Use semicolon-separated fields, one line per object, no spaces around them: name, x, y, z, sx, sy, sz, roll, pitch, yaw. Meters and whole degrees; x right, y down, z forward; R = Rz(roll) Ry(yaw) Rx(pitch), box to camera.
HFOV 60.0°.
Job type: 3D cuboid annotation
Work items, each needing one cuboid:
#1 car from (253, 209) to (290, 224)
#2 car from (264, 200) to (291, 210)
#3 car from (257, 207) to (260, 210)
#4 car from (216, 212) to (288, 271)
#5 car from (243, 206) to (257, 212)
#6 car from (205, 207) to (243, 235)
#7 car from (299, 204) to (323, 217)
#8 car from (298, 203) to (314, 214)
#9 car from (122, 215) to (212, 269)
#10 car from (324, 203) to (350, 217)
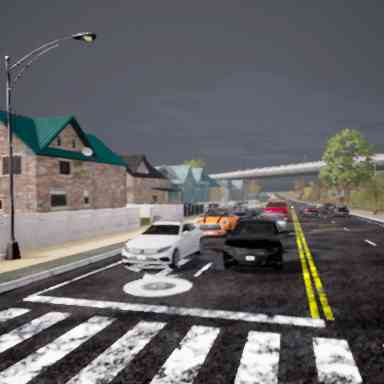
car;5.052;2.015;21.160;1.895;1.301;4.718;-1;-1;16
car;8.049;1.824;31.269;2.150;2.045;5.566;-1;-1;17
car;7.288;2.417;40.172;1.895;1.301;4.718;-1;-1;17
car;2.417;1.726;12.212;1.882;1.535;5.008;-1;-1;16
car;4.402;2.123;30.442;2.128;1.511;4.902;-1;-1;17
car;1.697;1.814;21.301;2.097;1.767;4.553;-1;-1;17
car;13.996;2.210;39.749;2.128;1.511;4.902;-1;-1;16
car;16.933;2.460;49.746;2.033;1.411;5.357;-1;-1;16
car;-0.855;1.827;12.623;1.812;1.442;4.674;-1;-1;18
car;17.110;2.148;38.828;2.128;1.511;4.902;-1;-1;16
